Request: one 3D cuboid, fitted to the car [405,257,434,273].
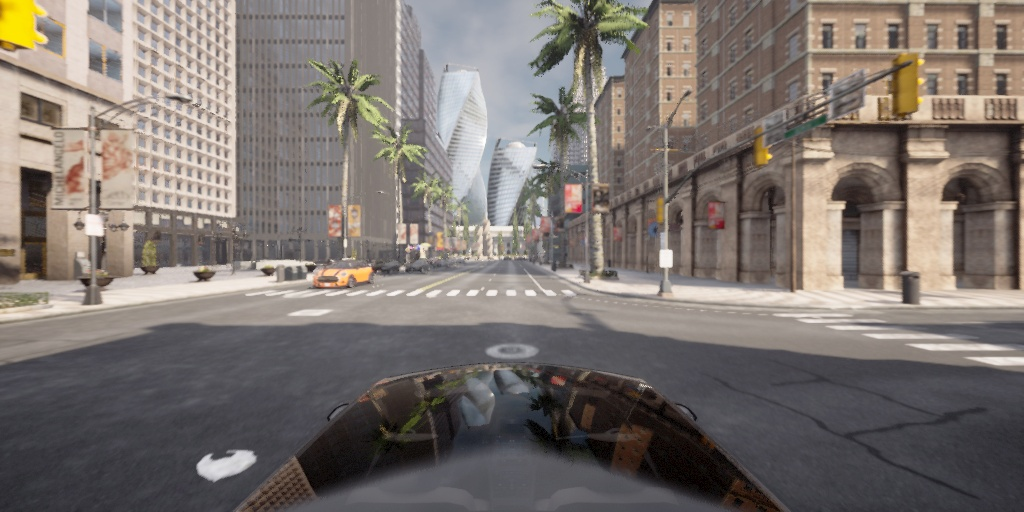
[{"bbox_3d":[-10.559,1.151,40.461,1.837,1.490,4.892,0,0,0],"label":"car"}]

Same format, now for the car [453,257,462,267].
[{"bbox_3d":[-10.523,1.113,62.690,1.837,1.490,4.892,0,0,-1],"label":"car"}]

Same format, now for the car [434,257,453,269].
[{"bbox_3d":[-10.474,1.175,53.576,1.994,1.385,4.181,0,0,0],"label":"car"}]

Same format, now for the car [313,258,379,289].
[{"bbox_3d":[-10.494,1.046,22.620,2.097,1.767,4.553,0,0,0],"label":"car"}]
